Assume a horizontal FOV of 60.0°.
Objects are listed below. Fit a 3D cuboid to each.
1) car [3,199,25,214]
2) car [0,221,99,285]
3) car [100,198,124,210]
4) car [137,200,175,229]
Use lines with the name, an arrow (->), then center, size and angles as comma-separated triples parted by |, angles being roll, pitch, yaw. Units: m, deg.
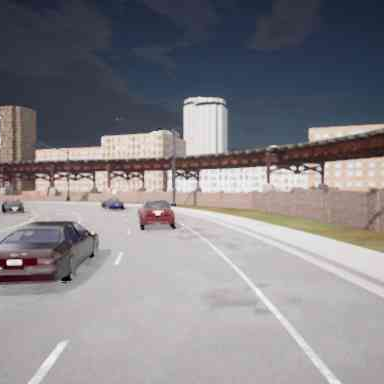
car -> -19.168, 1.531, 35.721 | 2.128, 1.511, 4.902 | -1, 0, -32
car -> -4.000, 1.528, 9.519 | 2.033, 1.411, 5.357 | 0, 0, -6
car -> -9.807, 1.445, 40.747 | 1.994, 1.385, 4.181 | -1, 0, -30
car -> -2.394, 1.275, 21.345 | 2.097, 1.767, 4.553 | 0, 0, -11
